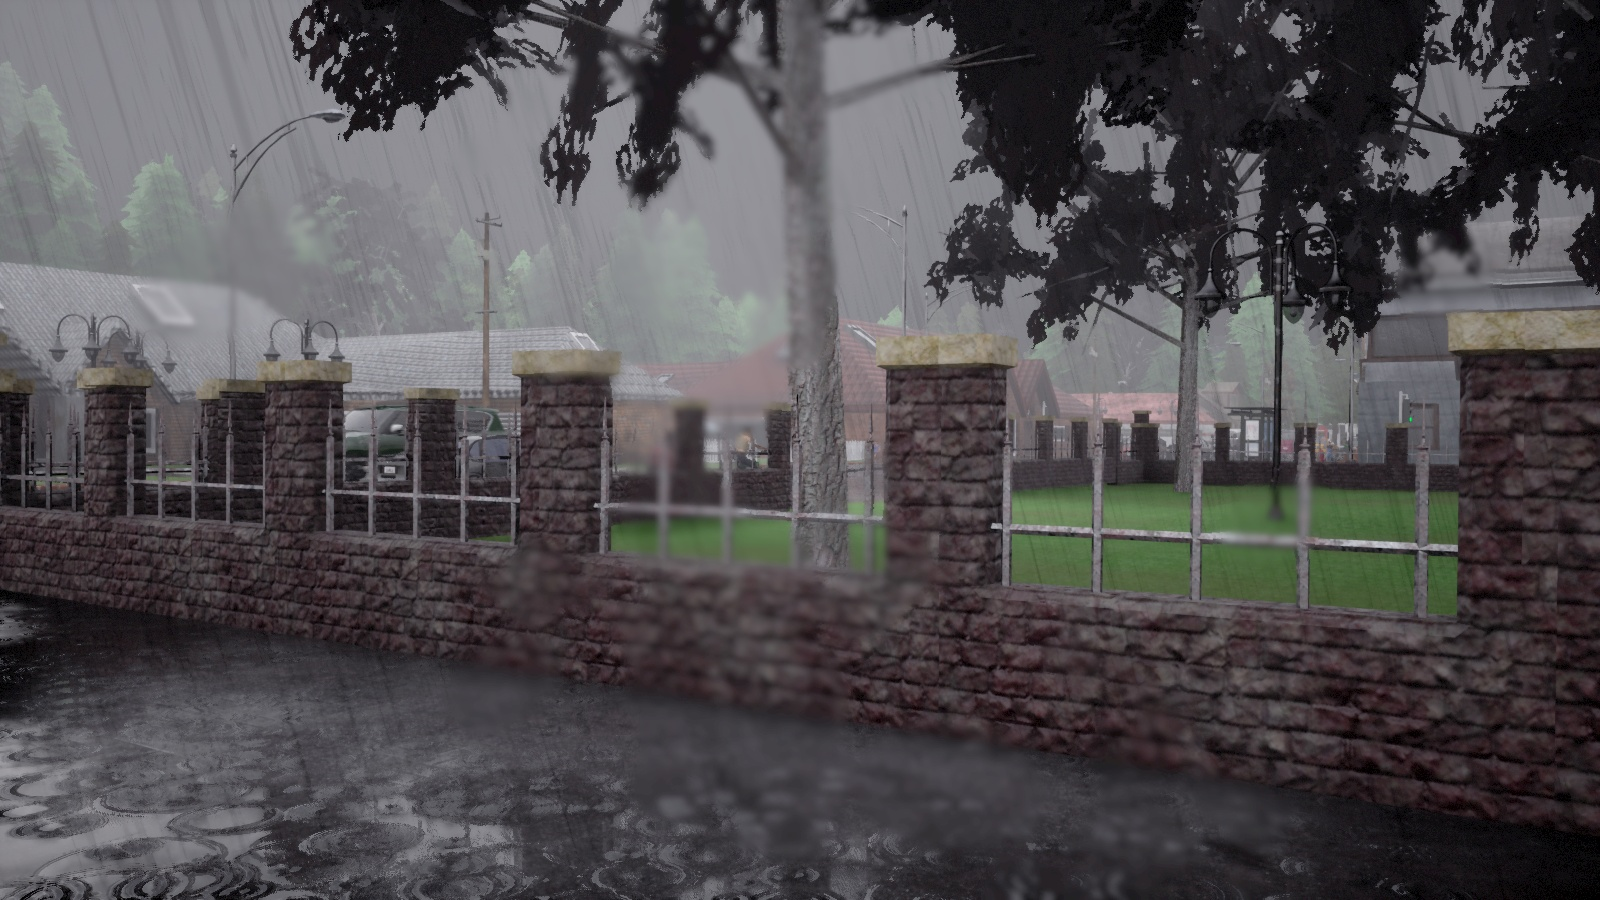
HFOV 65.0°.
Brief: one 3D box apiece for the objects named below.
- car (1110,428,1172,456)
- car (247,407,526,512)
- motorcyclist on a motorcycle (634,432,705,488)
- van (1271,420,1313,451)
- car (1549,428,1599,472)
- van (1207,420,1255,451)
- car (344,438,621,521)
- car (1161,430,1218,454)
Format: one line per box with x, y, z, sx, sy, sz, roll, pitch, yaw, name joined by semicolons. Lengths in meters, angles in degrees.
19.229;-0.460;70.638;2.007;1.525;4.514;0;1;34;car
-8.819;0.160;27.334;2.150;2.045;5.566;0;1;36;car
-3.658;0.262;35.439;0.797;1.523;2.044;0;1;37;motorcyclist on a motorcycle
33.191;-0.976;84.681;1.775;1.987;4.442;0;1;33;van
27.308;-0.021;40.483;5.357;1.411;2.033;0;1;33;car
29.868;-0.999;86.910;2.069;2.038;4.480;0;1;33;van
-6.040;0.496;24.689;2.033;1.411;5.357;0;1;32;car
24.409;-0.515;78.576;2.033;1.411;5.357;0;1;33;car
